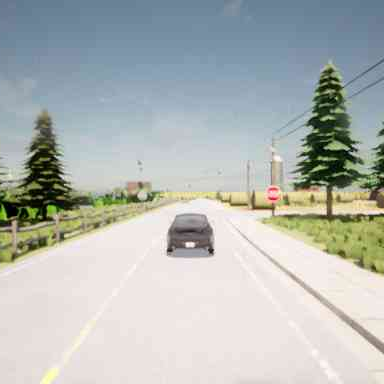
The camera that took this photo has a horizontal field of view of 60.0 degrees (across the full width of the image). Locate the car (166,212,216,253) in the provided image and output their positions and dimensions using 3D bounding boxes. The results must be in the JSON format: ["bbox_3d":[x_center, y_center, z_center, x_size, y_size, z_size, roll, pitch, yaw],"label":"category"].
[{"bbox_3d":[-0.035,1.632,14.223,1.837,1.490,4.892,0,0,1],"label":"car"}]

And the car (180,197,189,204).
[{"bbox_3d":[-1.781,2.084,80.008,2.097,1.767,4.553,0,-1,2],"label":"car"}]
